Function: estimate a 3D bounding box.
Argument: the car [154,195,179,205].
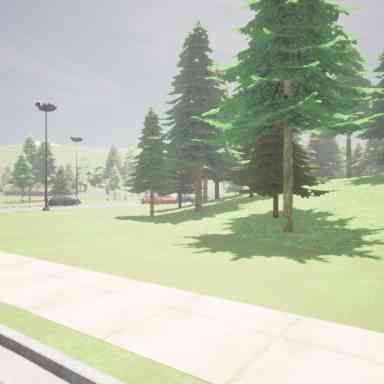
[{"bbox_3d":[-4.528,1.351,59.385,2.097,1.767,4.553,0,0,37],"label":"car"}]

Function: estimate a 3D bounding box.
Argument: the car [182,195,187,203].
[{"bbox_3d":[-1.579,1.351,69.418,2.097,1.767,4.553,0,0,36],"label":"car"}]

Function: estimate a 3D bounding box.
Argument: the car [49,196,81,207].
[{"bbox_3d":[-19.387,1.352,50.893,2.097,1.767,4.553,0,0,36],"label":"car"}]

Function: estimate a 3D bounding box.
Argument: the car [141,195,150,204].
[{"bbox_3d":[-7.229,1.351,61.621,2.097,1.767,4.553,0,0,37],"label":"car"}]

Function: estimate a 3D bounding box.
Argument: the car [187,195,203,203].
[{"bbox_3d":[1.508,1.563,67.708,1.994,1.385,4.181,0,0,36],"label":"car"}]
